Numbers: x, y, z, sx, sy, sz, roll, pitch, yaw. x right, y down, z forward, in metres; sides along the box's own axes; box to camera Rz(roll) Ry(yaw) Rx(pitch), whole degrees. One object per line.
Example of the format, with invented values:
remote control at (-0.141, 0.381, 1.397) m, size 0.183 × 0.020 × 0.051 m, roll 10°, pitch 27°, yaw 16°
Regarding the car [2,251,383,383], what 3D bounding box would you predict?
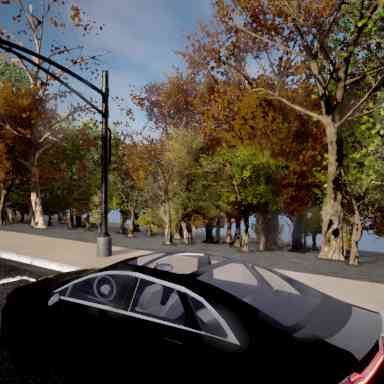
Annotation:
car at (-0.408, 1.491, 3.985) m, size 4.902 × 1.511 × 2.128 m, roll 0°, pitch 0°, yaw 36°
